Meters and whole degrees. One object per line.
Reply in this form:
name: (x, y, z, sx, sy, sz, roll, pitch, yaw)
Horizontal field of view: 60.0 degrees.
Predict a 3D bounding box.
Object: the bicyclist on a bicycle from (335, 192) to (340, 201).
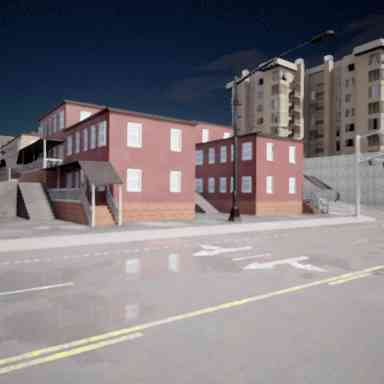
bicyclist on a bicycle: (23.829, 0.758, 54.354, 1.656, 1.620, 0.582, 1, 6, -35)
